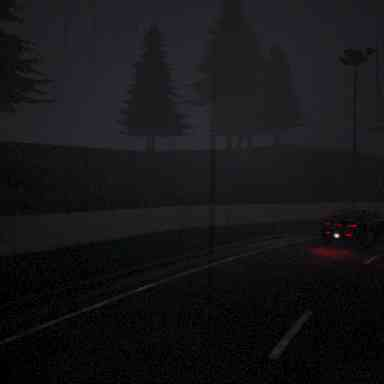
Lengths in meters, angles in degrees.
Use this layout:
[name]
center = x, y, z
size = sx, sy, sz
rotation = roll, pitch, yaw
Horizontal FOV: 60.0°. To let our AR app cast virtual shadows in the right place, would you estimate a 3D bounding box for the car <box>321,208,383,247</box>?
[car]
center = 7.551, 1.478, 14.997
size = 4.892, 1.490, 1.837
rotation = 0, 1, -44
